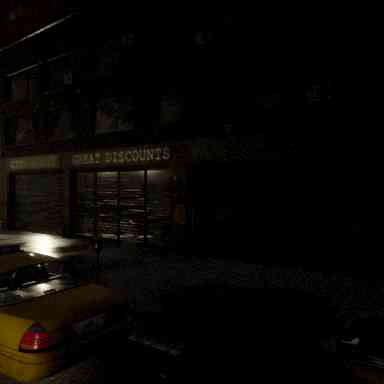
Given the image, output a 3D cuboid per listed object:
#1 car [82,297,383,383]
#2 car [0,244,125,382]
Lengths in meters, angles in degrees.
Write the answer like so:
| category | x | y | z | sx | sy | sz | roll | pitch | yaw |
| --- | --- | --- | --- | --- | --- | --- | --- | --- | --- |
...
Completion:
| category | x | y | z | sx | sy | sz | roll | pitch | yaw |
| --- | --- | --- | --- | --- | --- | --- | --- | --- | --- |
| car | 1.607 | 1.551 | 1.939 | 4.403 | 1.369 | 2.008 | 0 | 1 | 36 |
| car | -3.075 | 1.524 | 5.287 | 4.829 | 1.417 | 1.752 | 0 | 1 | 36 |
